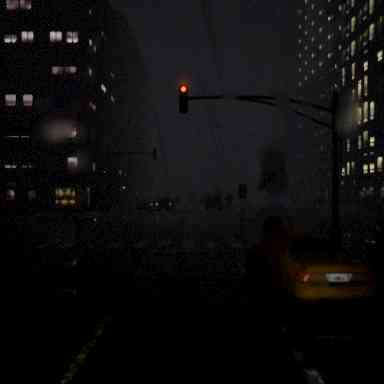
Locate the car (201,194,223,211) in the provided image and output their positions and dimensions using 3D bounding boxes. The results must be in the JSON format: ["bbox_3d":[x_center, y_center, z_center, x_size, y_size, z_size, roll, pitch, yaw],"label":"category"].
[{"bbox_3d":[2.615,1.338,40.608,2.192,1.841,5.009,0,0,0],"label":"car"}]

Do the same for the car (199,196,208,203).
[{"bbox_3d":[2.558,1.623,73.767,1.887,1.381,4.507,0,0,0],"label":"car"}]

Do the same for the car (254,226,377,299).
[{"bbox_3d":[2.672,1.527,8.365,1.752,1.417,4.829,0,0,0],"label":"car"}]

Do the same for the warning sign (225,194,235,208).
[{"bbox_3d":[4.996,1.142,43.869,1.300,1.860,1.060,0,0,0],"label":"warning sign"}]

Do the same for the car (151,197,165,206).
[{"bbox_3d":[-5.793,1.597,57.173,2.008,1.369,4.403,0,0,0],"label":"car"}]

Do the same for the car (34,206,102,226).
[{"bbox_3d":[-9.153,1.729,24.519,4.718,1.301,1.895,-1,0,16],"label":"car"}]

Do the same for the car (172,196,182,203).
[{"bbox_3d":[-3.122,1.529,70.280,1.882,1.535,5.008,0,0,0],"label":"car"}]

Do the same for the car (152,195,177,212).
[{"bbox_3d":[-3.166,1.374,39.191,2.097,1.767,4.553,0,0,0],"label":"car"}]

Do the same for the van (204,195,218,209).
[{"bbox_3d":[2.606,1.371,46.134,1.690,1.788,3.998,0,0,0],"label":"van"}]

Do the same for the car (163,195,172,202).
[{"bbox_3d":[-5.832,1.529,79.279,1.967,1.590,4.097,0,0,0],"label":"car"}]

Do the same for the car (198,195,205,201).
[{"bbox_3d":[2.530,1.639,90.517,1.752,1.417,4.829,0,0,0],"label":"car"}]

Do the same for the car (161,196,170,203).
[{"bbox_3d":[-5.822,1.660,73.753,1.802,1.307,4.206,0,0,0],"label":"car"}]

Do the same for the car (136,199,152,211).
[{"bbox_3d":[-5.763,1.574,40.593,2.008,1.369,4.403,0,0,0],"label":"car"}]

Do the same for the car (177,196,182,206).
[{"bbox_3d":[-3.181,1.606,54.697,1.994,1.385,4.181,0,0,0],"label":"car"}]

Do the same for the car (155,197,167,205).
[{"bbox_3d":[-5.802,1.601,62.698,1.887,1.381,4.507,0,0,0],"label":"car"}]

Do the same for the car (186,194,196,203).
[{"bbox_3d":[-0.121,1.617,69.379,2.033,1.411,5.357,0,0,0],"label":"car"}]

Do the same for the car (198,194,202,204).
[{"bbox_3d":[2.577,1.372,62.713,2.192,1.841,5.009,0,0,0],"label":"car"}]

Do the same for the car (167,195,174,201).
[{"bbox_3d":[-5.850,1.638,90.163,1.752,1.417,4.829,0,0,0],"label":"car"}]

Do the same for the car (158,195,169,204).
[{"bbox_3d":[-5.813,1.507,68.226,1.967,1.590,4.097,0,0,0],"label":"car"}]
